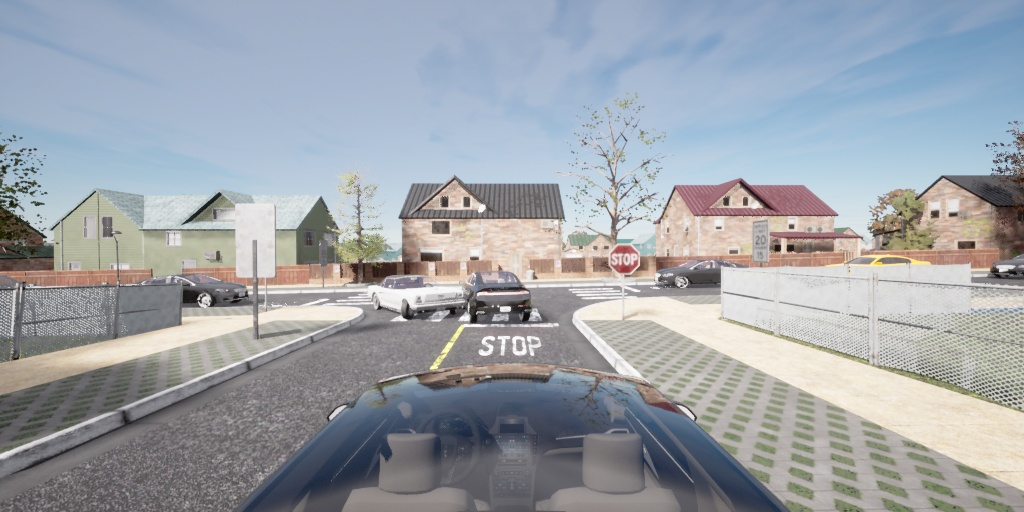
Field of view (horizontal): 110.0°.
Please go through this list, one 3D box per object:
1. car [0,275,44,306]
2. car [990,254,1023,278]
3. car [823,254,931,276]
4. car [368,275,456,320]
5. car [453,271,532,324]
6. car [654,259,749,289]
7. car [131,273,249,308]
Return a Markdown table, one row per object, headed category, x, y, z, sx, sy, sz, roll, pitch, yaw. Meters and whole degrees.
| category | x | y | z | sx | sy | sz | roll | pitch | yaw |
| --- | --- | --- | --- | --- | --- | --- | --- | --- | --- |
| car | -24.239 | 1.648 | 16.477 | 4.553 | 1.767 | 2.097 | -1 | 1 | 0 |
| car | 29.386 | 0.477 | 19.643 | 4.902 | 1.511 | 2.128 | -1 | 1 | 0 |
| car | 19.761 | 0.690 | 19.607 | 5.008 | 1.535 | 1.882 | -1 | 1 | -1 |
| car | -3.602 | 1.368 | 13.022 | 1.895 | 1.301 | 4.718 | 0 | 0 | -38 |
| car | -0.685 | 1.242 | 12.162 | 2.128 | 1.511 | 4.902 | 0 | 0 | -12 |
| car | 10.331 | 0.925 | 19.570 | 4.902 | 1.511 | 2.128 | -1 | 1 | 0 |
| car | -14.902 | 1.566 | 16.518 | 4.902 | 1.511 | 2.128 | -1 | 1 | 0 |
